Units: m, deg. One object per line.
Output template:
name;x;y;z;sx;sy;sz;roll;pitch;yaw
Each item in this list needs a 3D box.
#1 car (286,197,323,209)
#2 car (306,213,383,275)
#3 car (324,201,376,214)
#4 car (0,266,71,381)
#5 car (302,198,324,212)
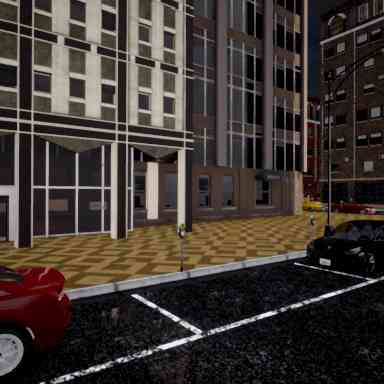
car;15.574;1.500;46.381;1.752;1.417;4.829;0;0;-36
car;5.455;1.567;10.473;4.313;1.339;1.947;0;0;-36
car;15.492;1.535;32.154;1.802;1.307;4.206;0;0;-36
car;-3.793;1.545;3.847;4.507;1.381;1.887;0;0;-36
car;12.283;1.467;36.611;1.752;1.417;4.829;0;0;-36
